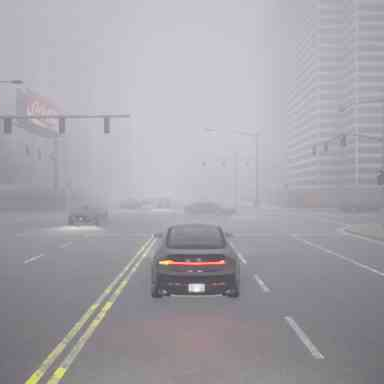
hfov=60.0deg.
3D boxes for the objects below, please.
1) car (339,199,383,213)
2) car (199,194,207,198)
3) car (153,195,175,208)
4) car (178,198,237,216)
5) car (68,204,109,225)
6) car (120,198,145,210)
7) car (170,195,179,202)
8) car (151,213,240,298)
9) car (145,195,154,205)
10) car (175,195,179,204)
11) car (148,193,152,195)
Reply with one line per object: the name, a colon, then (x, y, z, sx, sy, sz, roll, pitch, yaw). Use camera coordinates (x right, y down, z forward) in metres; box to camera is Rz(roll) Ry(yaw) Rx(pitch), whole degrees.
car: (18.443, 1.472, 35.713, 5.008, 1.535, 1.882, 0, 0, -1)
car: (2.912, 1.342, 88.755, 2.097, 1.767, 4.553, 0, 0, 0)
car: (-3.855, 1.484, 46.681, 2.128, 1.511, 4.902, 0, 0, -2)
car: (1.618, 1.542, 31.863, 5.357, 1.411, 2.033, 0, 0, 37)
car: (-7.251, 1.560, 23.629, 1.994, 1.385, 4.181, 0, 0, 0)
car: (-7.777, 1.519, 42.671, 1.812, 1.442, 4.674, 0, 0, 5)
car: (-4.011, 1.512, 77.240, 1.812, 1.442, 4.674, 0, 0, 0)
car: (0.055, 1.504, 8.498, 1.837, 1.490, 4.892, 0, 0, -1)
car: (-7.449, 1.592, 56.770, 1.895, 1.301, 4.718, 0, 0, 0)
car: (-3.966, 1.515, 64.282, 1.812, 1.442, 4.674, 0, 0, 0)
car: (-7.456, 1.543, 69.027, 1.994, 1.385, 4.181, 0, 0, 0)
